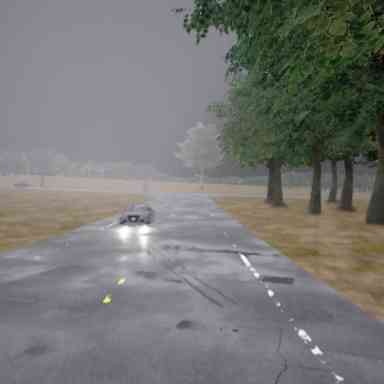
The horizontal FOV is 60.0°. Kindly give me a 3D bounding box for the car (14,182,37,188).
[{"bbox_3d":[-38.874,-1.654,77.732,4.892,1.490,1.837,2,2,1],"label":"car"}]

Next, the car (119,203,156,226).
[{"bbox_3d":[-3.615,1.440,22.579,1.994,1.385,4.181,0,1,0],"label":"car"}]
